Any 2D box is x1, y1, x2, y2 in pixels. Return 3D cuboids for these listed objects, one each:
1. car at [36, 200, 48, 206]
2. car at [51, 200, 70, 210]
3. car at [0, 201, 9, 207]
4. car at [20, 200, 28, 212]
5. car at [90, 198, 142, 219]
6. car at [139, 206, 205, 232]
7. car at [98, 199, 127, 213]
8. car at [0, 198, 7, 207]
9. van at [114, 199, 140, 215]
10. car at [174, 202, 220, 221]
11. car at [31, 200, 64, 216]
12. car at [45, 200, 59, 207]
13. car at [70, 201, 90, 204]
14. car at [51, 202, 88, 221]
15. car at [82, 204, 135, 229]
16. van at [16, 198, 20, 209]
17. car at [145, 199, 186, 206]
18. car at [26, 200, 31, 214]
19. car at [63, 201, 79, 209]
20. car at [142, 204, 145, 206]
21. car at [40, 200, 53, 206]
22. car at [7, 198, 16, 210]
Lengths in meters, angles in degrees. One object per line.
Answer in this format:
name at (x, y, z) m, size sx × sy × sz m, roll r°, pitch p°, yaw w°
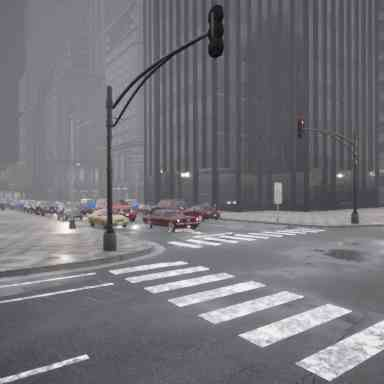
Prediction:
car at (-37.683, 2.709, 83.455) m, size 2.008 × 1.369 × 4.403 m, roll -1°, pitch 0°, yaw -35°
car at (-22.989, 2.270, 57.995) m, size 1.882 × 1.535 × 5.008 m, roll 0°, pitch -1°, yaw -35°
car at (-44.331, 2.770, 78.093) m, size 1.802 × 1.307 × 4.206 m, roll -1°, pitch 0°, yaw -35°
car at (-23.297, 2.156, 48.453) m, size 1.967 × 1.590 × 4.097 m, roll -1°, pitch 0°, yaw -35°
car at (-7.024, 1.598, 30.150) m, size 2.150 × 2.045 × 5.566 m, roll 0°, pitch -1°, yaw -35°
car at (-1.472, 1.846, 22.326) m, size 1.895 × 1.301 × 4.718 m, roll 0°, pitch -1°, yaw -35°
car at (-11.131, 1.874, 46.082) m, size 2.192 × 1.841 × 5.009 m, roll -1°, pitch 0°, yaw -35°
car at (-41.219, 2.666, 73.708) m, size 1.887 × 1.381 × 4.507 m, roll -1°, pitch 0°, yaw -35°
van at (-8.191, 1.832, 41.931) m, size 1.690 × 1.788 × 3.998 m, roll -1°, pitch 0°, yaw -35°
car at (0.633, 1.828, 29.475) m, size 1.887 × 1.381 × 4.507 m, roll -1°, pitch 0°, yaw -35°
car at (-17.644, 1.900, 40.485) m, size 2.192 × 1.841 × 5.009 m, roll -1°, pitch 0°, yaw -35°
car at (-31.660, 2.594, 74.970) m, size 1.947 × 1.339 × 4.313 m, roll -1°, pitch 0°, yaw -35°
car at (-12.947, 2.063, 38.503) m, size 2.033 × 1.411 × 5.357 m, roll 0°, pitch -1°, yaw -35°
car at (-11.983, 2.004, 32.517) m, size 2.008 × 1.369 × 4.403 m, roll -1°, pitch 0°, yaw -35°
car at (-6.229, 1.843, 24.410) m, size 1.752 × 1.417 × 4.829 m, roll -1°, pitch 0°, yaw -35°
van at (-26.127, 2.122, 52.438) m, size 1.690 × 1.788 × 3.998 m, roll -1°, pitch 0°, yaw -35°
car at (-2.312, 1.668, 33.627) m, size 2.192 × 1.841 × 5.009 m, roll -1°, pitch 0°, yaw -35°
car at (-20.467, 2.196, 44.469) m, size 1.887 × 1.381 × 4.507 m, roll -1°, pitch 0°, yaw -35°
car at (-22.627, 2.406, 62.244) m, size 1.802 × 1.307 × 4.206 m, roll -1°, pitch 0°, yaw -35°
car at (-5.246, 2.004, 37.779) m, size 1.802 × 1.307 × 4.206 m, roll -1°, pitch 0°, yaw -35°
car at (-34.672, 2.660, 79.213) m, size 1.947 × 1.339 × 4.313 m, roll -1°, pitch 0°, yaw -35°
car at (-31.884, 2.353, 60.552) m, size 1.967 × 1.590 × 4.097 m, roll -1°, pitch 0°, yaw -35°
